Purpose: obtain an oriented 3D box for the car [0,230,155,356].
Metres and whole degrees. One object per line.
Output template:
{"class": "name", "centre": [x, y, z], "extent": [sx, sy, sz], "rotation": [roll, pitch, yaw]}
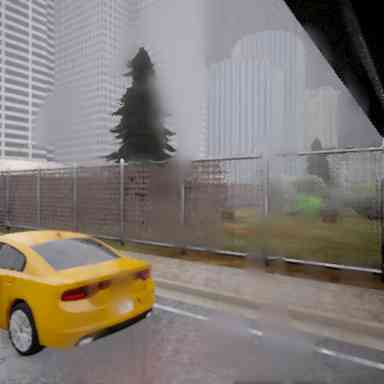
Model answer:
{"class": "car", "centre": [-2.933, 1.449, 6.091], "extent": [5.008, 1.535, 1.882], "rotation": [0, 0, 36]}
